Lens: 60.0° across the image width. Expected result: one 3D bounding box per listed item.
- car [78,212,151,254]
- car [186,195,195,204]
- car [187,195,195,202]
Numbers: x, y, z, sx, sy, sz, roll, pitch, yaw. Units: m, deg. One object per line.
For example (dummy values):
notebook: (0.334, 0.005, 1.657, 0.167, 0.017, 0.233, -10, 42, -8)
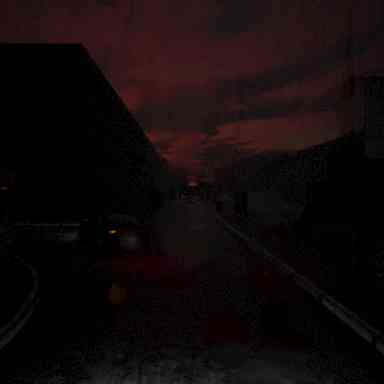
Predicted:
car: (-3.427, 1.578, 14.217, 1.882, 1.535, 5.008, 3, 0, -31)
car: (-0.247, 1.753, 67.682, 1.895, 1.301, 4.718, 0, 0, 0)
car: (-0.283, 1.496, 77.668, 1.812, 1.442, 4.674, 0, 0, 0)
